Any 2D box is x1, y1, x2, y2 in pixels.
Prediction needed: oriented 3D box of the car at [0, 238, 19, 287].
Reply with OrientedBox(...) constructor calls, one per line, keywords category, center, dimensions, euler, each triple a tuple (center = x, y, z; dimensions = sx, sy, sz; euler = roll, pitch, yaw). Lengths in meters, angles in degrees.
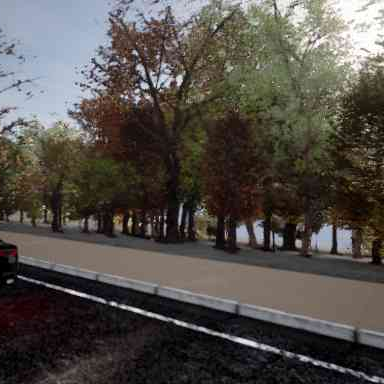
OrientedBox(category="car", center=(-6.195, 1.485, 8.106), dimensions=(5.008, 1.535, 1.882), euler=(0, 0, 36))
